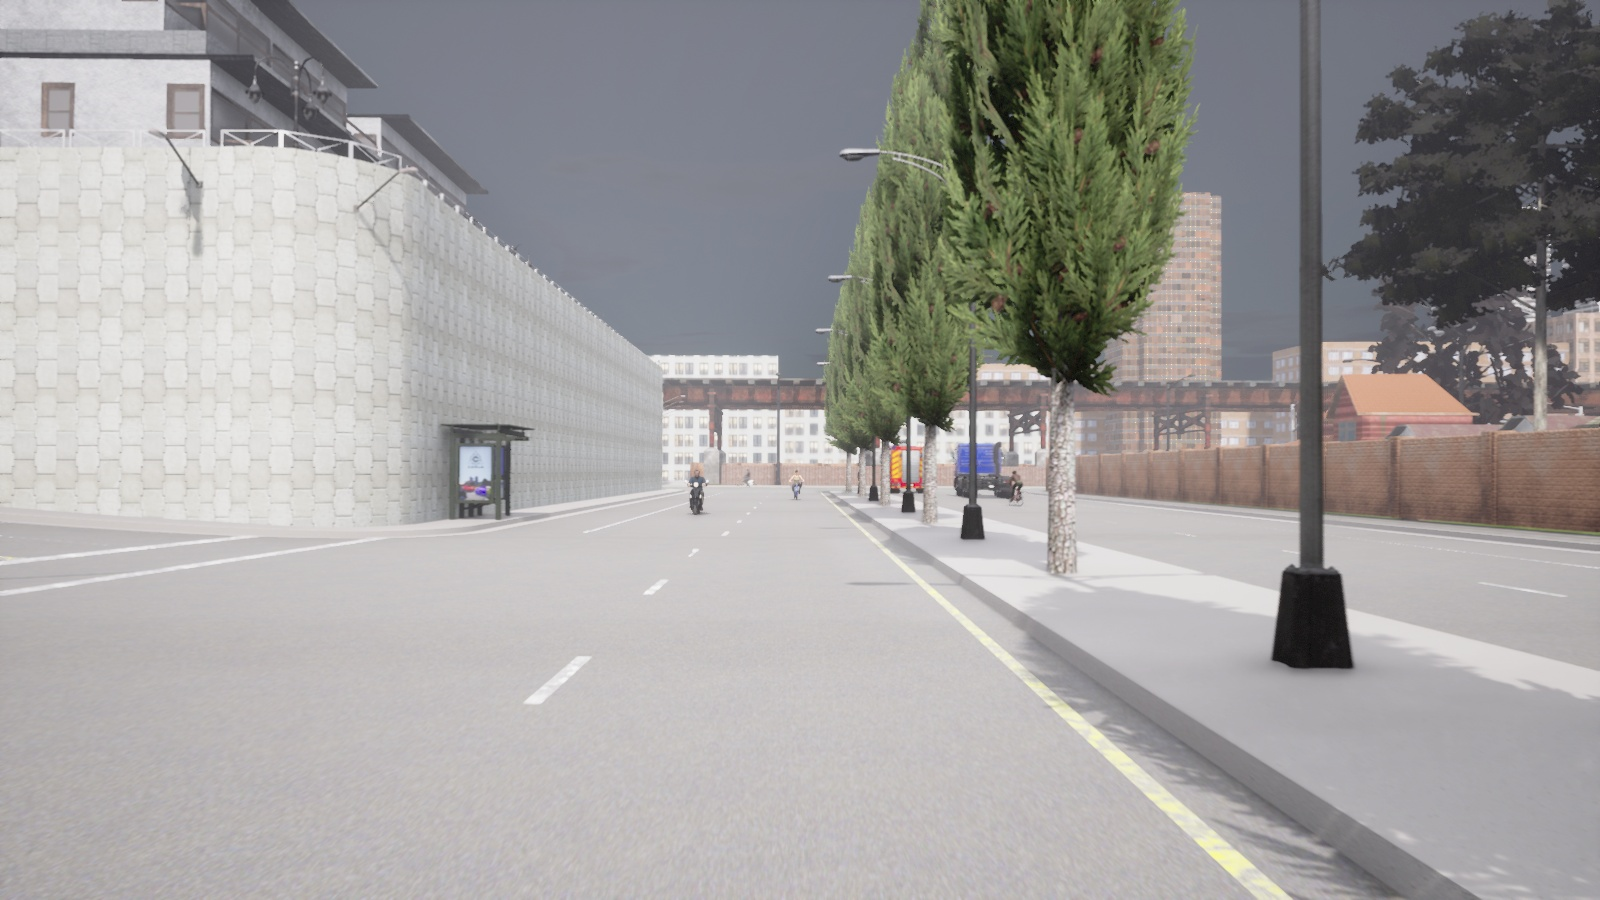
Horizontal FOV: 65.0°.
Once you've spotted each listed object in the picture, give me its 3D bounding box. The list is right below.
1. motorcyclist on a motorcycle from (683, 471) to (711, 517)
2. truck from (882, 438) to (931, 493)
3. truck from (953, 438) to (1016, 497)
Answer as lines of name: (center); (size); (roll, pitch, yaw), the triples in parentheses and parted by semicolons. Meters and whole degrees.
motorcyclist on a motorcycle: (-3.607, 1.521, 44.120); (0.866, 1.590, 1.817); (0, -1, 0)
truck: (7.771, 1.171, 92.754); (2.891, 3.827, 8.468); (0, -1, 0)
truck: (11.301, 1.088, 77.703); (2.891, 3.462, 7.936); (0, -1, 1)
